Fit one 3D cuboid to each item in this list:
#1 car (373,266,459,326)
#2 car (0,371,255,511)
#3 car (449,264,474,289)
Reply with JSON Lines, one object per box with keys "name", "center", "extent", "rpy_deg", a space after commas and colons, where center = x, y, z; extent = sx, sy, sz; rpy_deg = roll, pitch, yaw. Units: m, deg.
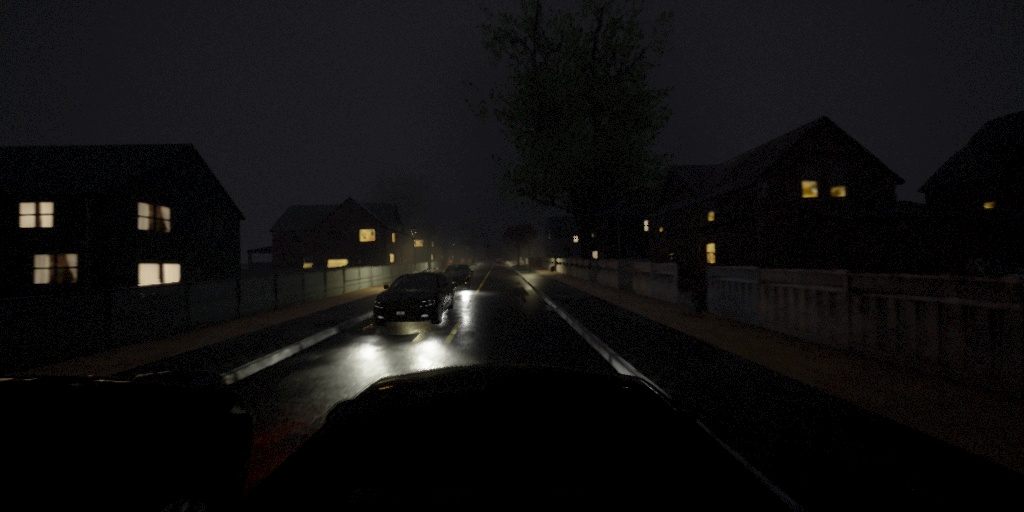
{"name": "car", "center": [-3.152, 1.298, 12.321], "extent": [1.882, 1.535, 5.008], "rpy_deg": [-2, 0, -2]}
{"name": "car", "center": [-2.935, 1.341, 0.707], "extent": [1.837, 1.490, 4.892], "rpy_deg": [-1, 0, 2]}
{"name": "car", "center": [-3.547, 1.319, 23.581], "extent": [1.837, 1.490, 4.892], "rpy_deg": [-2, 0, -2]}
